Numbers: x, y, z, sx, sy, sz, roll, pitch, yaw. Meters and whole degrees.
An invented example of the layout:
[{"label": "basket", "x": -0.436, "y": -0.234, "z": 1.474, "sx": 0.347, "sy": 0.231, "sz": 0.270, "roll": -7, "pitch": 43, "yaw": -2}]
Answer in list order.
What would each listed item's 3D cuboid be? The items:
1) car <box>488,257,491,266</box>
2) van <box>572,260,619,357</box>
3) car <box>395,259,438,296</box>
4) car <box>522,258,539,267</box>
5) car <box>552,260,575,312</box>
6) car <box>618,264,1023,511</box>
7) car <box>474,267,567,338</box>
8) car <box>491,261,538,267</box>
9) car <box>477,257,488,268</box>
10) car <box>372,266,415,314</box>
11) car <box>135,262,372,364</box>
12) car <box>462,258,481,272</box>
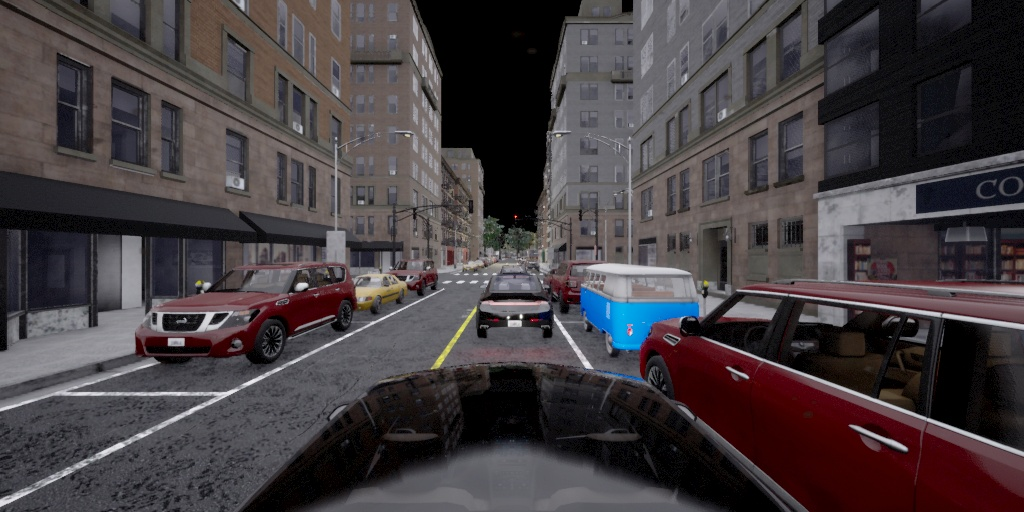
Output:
[{"label": "car", "x": -5.365, "y": 1.061, "z": 63.084, "sx": 2.192, "sy": 1.841, "sz": 5.009, "roll": 0, "pitch": 0, "yaw": 0}, {"label": "van", "x": 2.642, "y": 1.091, "z": 8.266, "sx": 1.690, "sy": 1.789, "sz": 3.998, "roll": 0, "pitch": 0, "yaw": 0}, {"label": "car", "x": -5.388, "y": 1.063, "z": 19.631, "sx": 2.192, "sy": 1.841, "sz": 5.009, "roll": 0, "pitch": 0, "yaw": 0}, {"label": "car", "x": 2.670, "y": 1.297, "z": 46.633, "sx": 2.007, "sy": 1.370, "sz": 4.403, "roll": 0, "pitch": 0, "yaw": 0}, {"label": "car", "x": 2.646, "y": 1.064, "z": 13.945, "sx": 2.192, "sy": 1.841, "sz": 5.009, "roll": 0, "pitch": 0, "yaw": 0}, {"label": "car", "x": 2.638, "y": 1.065, "z": 2.587, "sx": 2.192, "sy": 1.841, "sz": 5.009, "roll": 0, "pitch": 0, "yaw": 0}, {"label": "car", "x": 0.079, "y": 1.241, "z": 10.140, "sx": 2.128, "sy": 1.511, "sz": 4.902, "roll": 0, "pitch": 0, "yaw": 0}, {"label": "car", "x": 0.082, "y": 1.240, "z": 20.191, "sx": 2.128, "sy": 1.511, "sz": 4.902, "roll": 0, "pitch": 0, "yaw": -1}, {"label": "car", "x": -5.371, "y": 1.272, "z": 57.432, "sx": 1.751, "sy": 1.417, "sz": 4.829, "roll": 0, "pitch": 0, "yaw": 0}, {"label": "car", "x": -5.391, "y": 1.275, "z": 13.782, "sx": 1.751, "sy": 1.417, "sz": 4.829, "roll": 0, "pitch": 0, "yaw": 0}, {"label": "car", "x": -5.394, "y": 1.064, "z": 8.274, "sx": 2.192, "sy": 1.841, "sz": 5.009, "roll": 0, "pitch": 0, "yaw": 0}, {"label": "car", "x": -5.383, "y": 1.272, "z": 46.468, "sx": 1.751, "sy": 1.417, "sz": 4.829, "roll": 0, "pitch": 0, "yaw": 0}]
